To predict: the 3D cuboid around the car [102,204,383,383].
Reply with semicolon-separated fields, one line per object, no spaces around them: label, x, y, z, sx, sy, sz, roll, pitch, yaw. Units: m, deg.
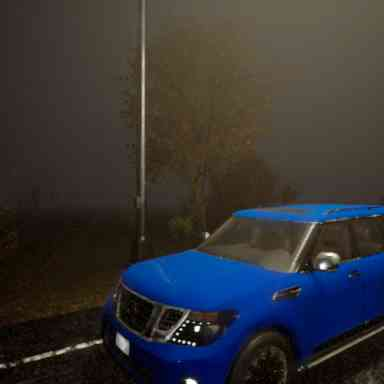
car;1.530;1.239;5.073;5.566;2.045;2.150;0;0;-35
